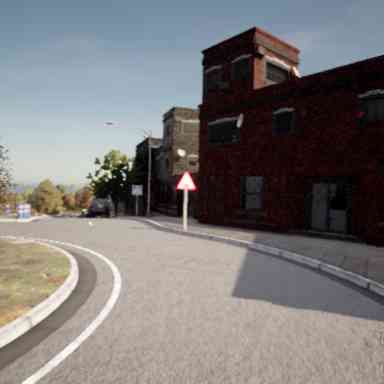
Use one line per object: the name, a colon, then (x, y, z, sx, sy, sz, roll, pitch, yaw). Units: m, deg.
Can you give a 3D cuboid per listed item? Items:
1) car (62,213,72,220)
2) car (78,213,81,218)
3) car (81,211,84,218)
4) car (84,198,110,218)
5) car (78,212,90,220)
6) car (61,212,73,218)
car: (-24.979, 4.831, 66.443, 1.895, 1.301, 4.718, 1, -5, -20)
car: (-18.276, 4.067, 57.742, 1.882, 1.535, 5.008, 1, -5, -20)
car: (-14.753, 3.265, 48.340, 1.812, 1.442, 4.674, 1, -6, -20)
car: (-10.202, 1.847, 36.224, 2.150, 2.045, 5.566, 2, -7, -20)
car: (-21.921, 4.835, 67.548, 2.128, 1.511, 4.902, 1, -5, -20)
car: (-21.798, 4.207, 58.051, 1.994, 1.385, 4.181, 1, -5, -20)
